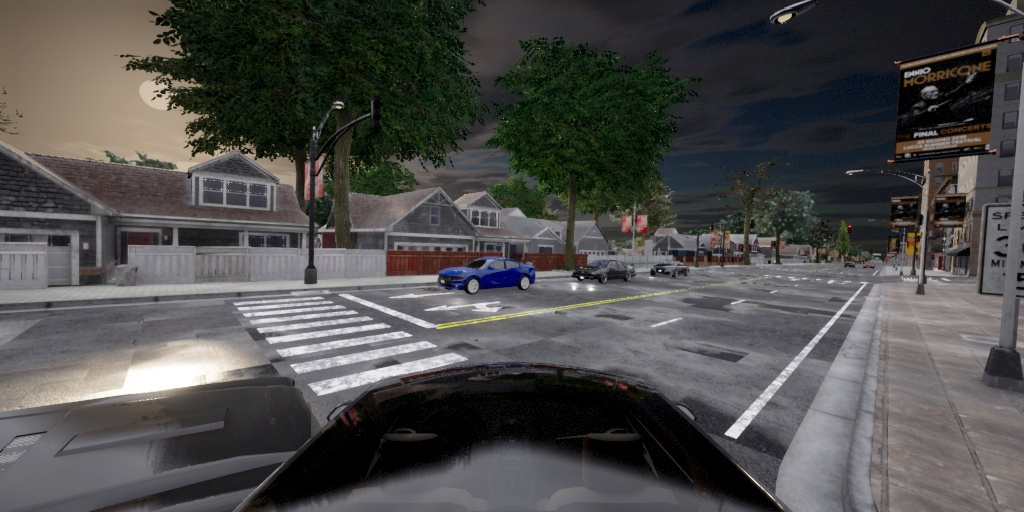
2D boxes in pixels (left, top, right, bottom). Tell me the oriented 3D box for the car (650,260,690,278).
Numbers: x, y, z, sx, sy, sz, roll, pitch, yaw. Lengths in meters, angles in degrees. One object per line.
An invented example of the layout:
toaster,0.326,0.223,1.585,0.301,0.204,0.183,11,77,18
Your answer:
car,13.383,1.021,30.298,4.181,1.385,1.994,1,2,-44

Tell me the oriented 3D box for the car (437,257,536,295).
car,-1.047,0.797,16.525,5.008,1.535,1.882,0,2,-44

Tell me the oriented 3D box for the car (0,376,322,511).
car,-3.315,1.281,1.351,4.718,1.301,1.895,1,2,-34

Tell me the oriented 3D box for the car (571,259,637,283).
car,6.152,0.934,23.411,5.357,1.411,2.033,1,2,-44
